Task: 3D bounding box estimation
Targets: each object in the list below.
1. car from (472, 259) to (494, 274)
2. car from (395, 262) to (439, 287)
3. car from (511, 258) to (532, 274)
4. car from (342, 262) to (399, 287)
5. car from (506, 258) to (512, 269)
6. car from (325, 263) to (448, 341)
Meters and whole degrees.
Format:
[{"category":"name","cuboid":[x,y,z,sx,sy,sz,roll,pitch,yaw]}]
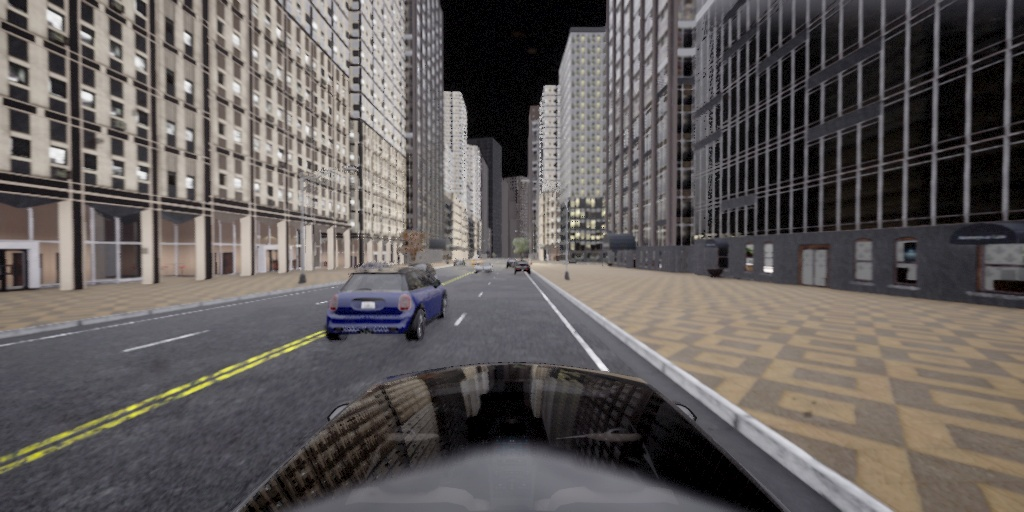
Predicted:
[{"category":"car","cuboid":[-3.152,1.343,41.759,1.895,1.301,4.718,0,0,0]},{"category":"car","cuboid":[-6.594,1.251,25.472,1.837,1.490,4.892,0,0,0]},{"category":"car","cuboid":[1.136,1.248,40.240,1.837,1.490,4.892,0,0,0]},{"category":"car","cuboid":[-9.844,1.237,25.453,2.128,1.511,4.902,0,0,0]},{"category":"car","cuboid":[0.000,1.218,57.127,1.882,1.535,5.008,0,0,0]},{"category":"car","cuboid":[-3.150,1.100,9.983,2.097,1.767,4.553,0,0,0]}]
